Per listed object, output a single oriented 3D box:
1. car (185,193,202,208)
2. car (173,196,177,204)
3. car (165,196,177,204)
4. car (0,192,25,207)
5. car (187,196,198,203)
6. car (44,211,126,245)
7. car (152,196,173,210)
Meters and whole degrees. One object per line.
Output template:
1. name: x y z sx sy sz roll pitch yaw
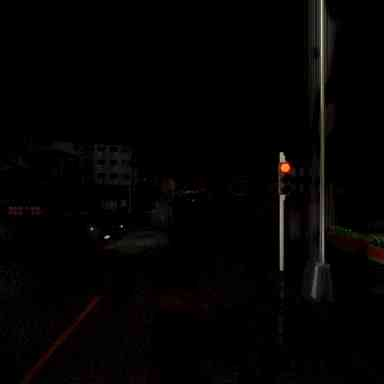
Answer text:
1. car: 0.184 1.221 47.630 2.150 2.045 5.566 0 0 0
2. car: -4.008 1.491 53.028 2.128 1.511 4.902 0 0 0
3. car: -3.953 1.477 63.202 1.882 1.535 5.008 0 0 0
4. car: -19.702 0.985 34.984 1.905 1.878 3.866 0 0 35
5. car: 0.131 1.547 68.499 2.033 1.411 5.357 0 0 0
6. car: -5.143 1.601 15.676 4.718 1.301 1.895 0 0 44
7. car: -4.031 1.491 43.064 2.128 1.511 4.902 0 0 0
